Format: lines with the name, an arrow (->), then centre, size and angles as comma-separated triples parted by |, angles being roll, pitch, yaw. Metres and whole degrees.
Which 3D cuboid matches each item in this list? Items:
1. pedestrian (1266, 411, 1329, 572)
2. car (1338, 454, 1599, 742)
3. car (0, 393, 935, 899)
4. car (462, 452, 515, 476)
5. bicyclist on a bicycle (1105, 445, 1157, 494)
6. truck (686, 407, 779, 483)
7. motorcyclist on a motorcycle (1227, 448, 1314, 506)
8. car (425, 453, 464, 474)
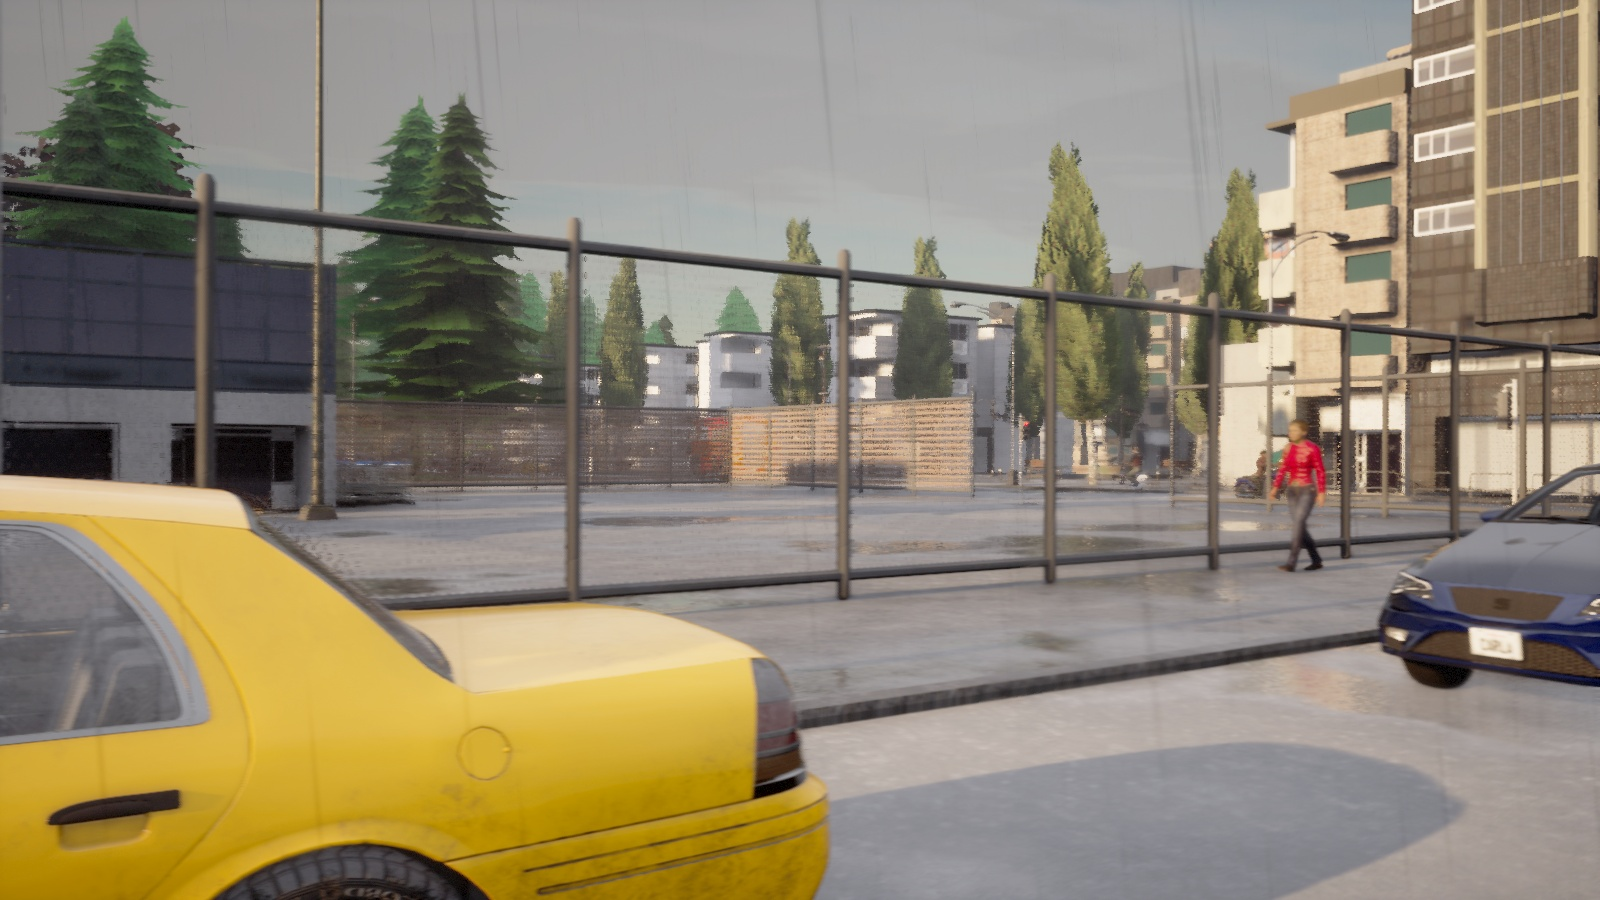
pedestrian -> 5.826, 0.478, 14.708 | 0.636, 1.846, 0.331 | 0, 0, -26
car -> 5.546, 0.767, 8.089 | 4.193, 1.474, 1.816 | 0, 0, -33
car -> -2.406, 0.695, 2.516 | 5.366, 1.575, 1.801 | 0, 0, -32
car -> -21.891, 0.937, 88.127 | 2.033, 1.649, 4.856 | 0, 0, -35
bicyclist on a bicycle -> 12.172, 0.703, 46.239 | 0.659, 1.776, 1.843 | 0, 0, -35
truck -> -3.810, -0.244, 68.344 | 2.891, 3.827, 8.468 | 0, 0, -19
motorcyclist on a motorcycle -> 13.801, 0.756, 36.902 | 0.766, 1.649, 2.350 | 0, 0, -35
car -> -27.061, 1.015, 95.571 | 1.789, 1.549, 3.705 | 0, 0, -35
